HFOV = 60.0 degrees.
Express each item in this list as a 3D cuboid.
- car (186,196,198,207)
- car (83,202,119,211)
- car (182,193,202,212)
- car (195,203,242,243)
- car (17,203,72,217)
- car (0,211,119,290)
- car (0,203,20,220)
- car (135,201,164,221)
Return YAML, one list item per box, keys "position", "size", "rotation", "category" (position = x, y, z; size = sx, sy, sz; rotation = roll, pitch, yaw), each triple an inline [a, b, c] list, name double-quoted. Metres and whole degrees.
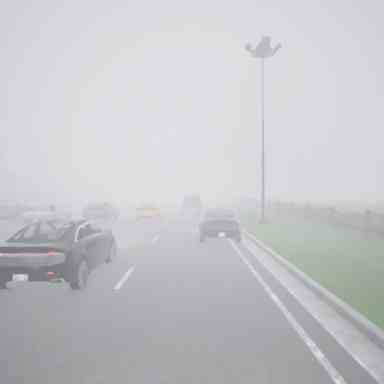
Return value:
- position: [-0.001, 1.461, 50.955]
  size: [1.837, 1.490, 4.892]
  rotation: [0, 0, 0]
  category: "car"
- position: [-6.900, 1.470, 25.506]
  size: [2.128, 1.511, 4.902]
  rotation: [0, 0, 0]
  category: "car"
- position: [0.030, 1.187, 38.819]
  size: [2.150, 2.045, 5.566]
  rotation: [0, 0, 0]
  category: "car"
- position: [1.224, 1.491, 16.019]
  size: [1.837, 1.490, 4.892]
  rotation: [0, 0, 0]
  category: "car"
- position: [-10.401, 1.580, 24.238]
  size: [1.895, 1.301, 4.718]
  rotation: [0, 0, 0]
  category: "car"
- position: [-3.402, 1.484, 9.027]
  size: [2.128, 1.511, 4.902]
  rotation: [0, 0, 0]
  category: "car"
- position: [-13.901, 1.542, 26.215]
  size: [1.994, 1.385, 4.181]
  rotation: [0, 0, 0]
  category: "car"
- position: [-3.401, 1.454, 27.208]
  size: [1.882, 1.535, 5.008]
  rotation: [0, 0, 0]
  category: "car"
